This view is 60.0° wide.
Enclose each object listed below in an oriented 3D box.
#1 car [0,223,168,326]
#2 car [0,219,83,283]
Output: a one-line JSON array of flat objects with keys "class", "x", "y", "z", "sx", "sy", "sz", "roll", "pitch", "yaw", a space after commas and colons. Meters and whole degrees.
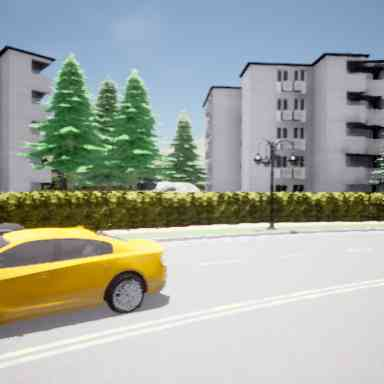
[{"class": "car", "x": -2.861, "y": 1.416, "z": 5.993, "sx": 5.008, "sy": 1.535, "sz": 1.882, "roll": 0, "pitch": 0, "yaw": -32}, {"class": "car", "x": -5.459, "y": 1.508, "z": 8.511, "sx": 4.718, "sy": 1.301, "sz": 1.895, "roll": 0, "pitch": 0, "yaw": -33}]
